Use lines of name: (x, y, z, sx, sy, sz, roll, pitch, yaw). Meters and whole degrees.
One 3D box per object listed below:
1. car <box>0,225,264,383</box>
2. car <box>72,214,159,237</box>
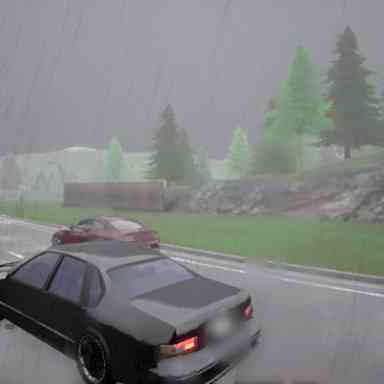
car: (-1.593, 1.529, 5.292, 5.357, 1.411, 2.033, 0, 0, 40)
car: (-3.021, 1.486, 11.385, 4.674, 1.442, 1.812, 0, 0, 43)
